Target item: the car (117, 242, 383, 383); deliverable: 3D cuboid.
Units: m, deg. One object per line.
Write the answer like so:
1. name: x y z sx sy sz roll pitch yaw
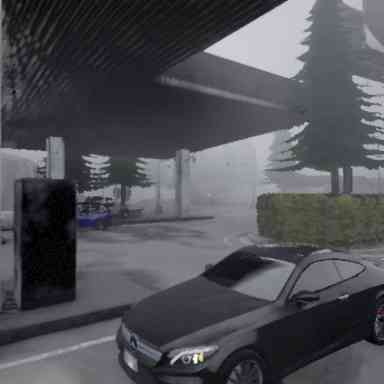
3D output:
1. car: 1.253 1.532 4.871 4.674 1.442 1.812 0 0 -35

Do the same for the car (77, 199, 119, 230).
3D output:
1. car: -7.169 1.491 19.916 4.611 1.667 2.242 0 0 -36

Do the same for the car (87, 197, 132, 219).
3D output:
1. car: -6.968 1.332 27.046 3.866 1.878 1.905 0 0 -36
